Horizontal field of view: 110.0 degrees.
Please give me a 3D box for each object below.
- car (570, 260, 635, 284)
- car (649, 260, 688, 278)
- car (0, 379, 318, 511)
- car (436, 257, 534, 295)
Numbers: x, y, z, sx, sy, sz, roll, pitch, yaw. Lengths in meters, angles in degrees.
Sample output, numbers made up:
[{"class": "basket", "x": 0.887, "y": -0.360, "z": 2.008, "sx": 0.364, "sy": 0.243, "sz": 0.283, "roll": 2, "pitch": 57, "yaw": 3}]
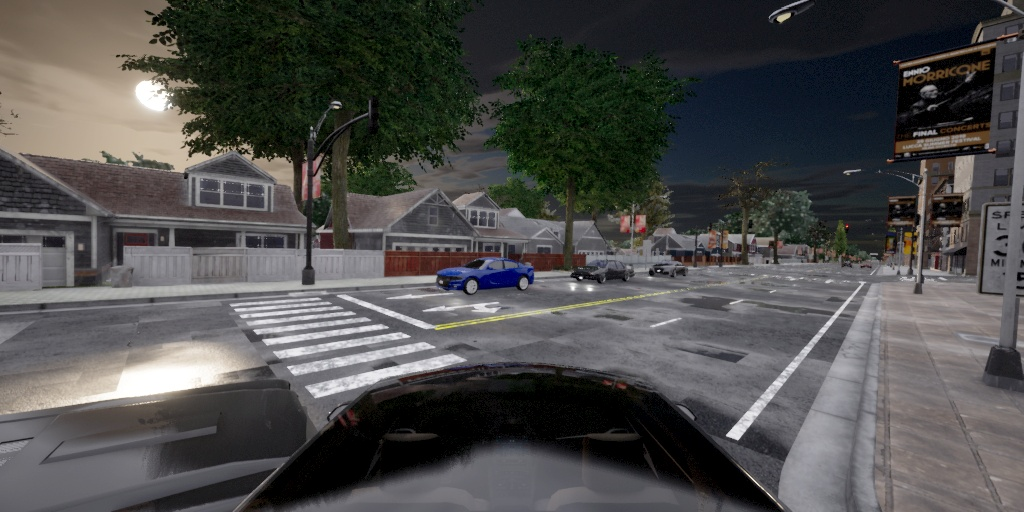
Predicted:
[{"class": "car", "x": 6.063, "y": 0.944, "z": 23.389, "sx": 5.357, "sy": 1.411, "sz": 2.033, "roll": 0, "pitch": 2, "yaw": -44}, {"class": "car", "x": 13.264, "y": 1.024, "z": 30.307, "sx": 4.181, "sy": 1.385, "sz": 1.994, "roll": 0, "pitch": 2, "yaw": -44}, {"class": "car", "x": -3.311, "y": 1.287, "z": 1.289, "sx": 4.718, "sy": 1.301, "sz": 1.895, "roll": 1, "pitch": 2, "yaw": -34}, {"class": "car", "x": -1.107, "y": 0.814, "z": 16.473, "sx": 5.008, "sy": 1.535, "sz": 1.882, "roll": 0, "pitch": 2, "yaw": -44}]
